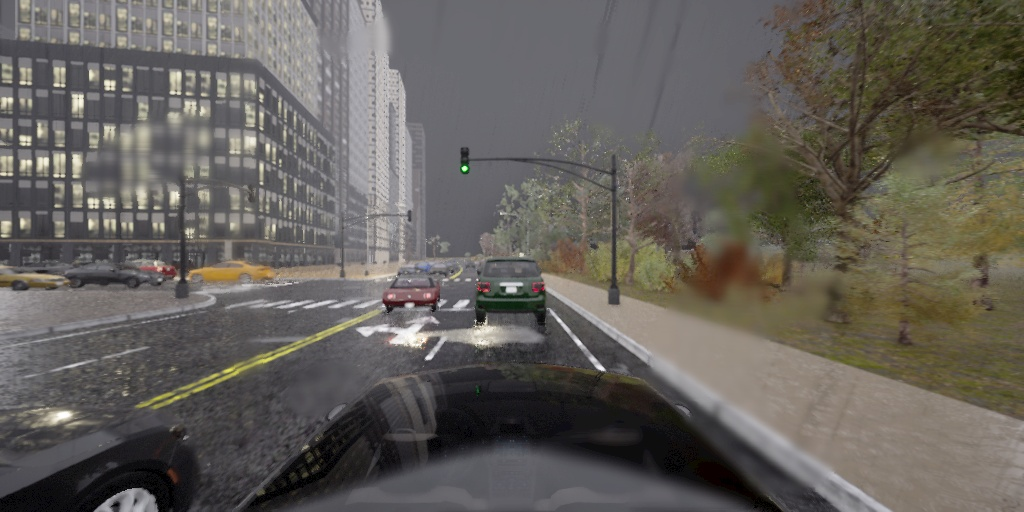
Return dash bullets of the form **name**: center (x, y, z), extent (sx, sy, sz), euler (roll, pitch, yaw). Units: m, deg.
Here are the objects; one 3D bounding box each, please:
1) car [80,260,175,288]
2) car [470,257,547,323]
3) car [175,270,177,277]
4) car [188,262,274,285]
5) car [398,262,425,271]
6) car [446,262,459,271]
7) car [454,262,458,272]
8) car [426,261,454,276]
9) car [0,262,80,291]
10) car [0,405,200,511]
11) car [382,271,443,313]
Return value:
- **car**: center (-23.673, 1.143, 21.480), extent (4.674, 1.442, 1.812), euler (1, 0, -8)
- **car**: center (-0.081, 1.053, 12.630), extent (2.150, 2.045, 5.566), euler (0, 0, -1)
- **car**: center (-27.849, 1.019, 26.733), extent (4.097, 1.591, 1.967), euler (0, 0, -9)
- **car**: center (-19.776, 1.174, 25.349), extent (5.008, 1.535, 1.882), euler (1, -1, -7)
- **car**: center (-11.460, 1.599, 40.283), extent (1.994, 1.385, 4.181), euler (0, 0, -5)
- **car**: center (-10.241, 1.734, 61.496), extent (1.994, 1.385, 4.181), euler (0, 0, -7)
- **car**: center (-9.189, 1.655, 51.724), extent (2.033, 1.411, 5.357), euler (0, 0, -5)
- **car**: center (-8.305, 1.590, 41.691), extent (2.033, 1.411, 5.357), euler (0, 0, -5)
- **car**: center (-26.038, 1.086, 18.368), extent (4.829, 1.417, 1.751), euler (0, 0, -9)
- **car**: center (-3.185, 1.246, 0.584), extent (1.837, 1.490, 4.892), euler (0, -1, 0)
- **car**: center (-3.964, 1.450, 14.735), extent (1.895, 1.301, 4.718), euler (0, 0, -10)
